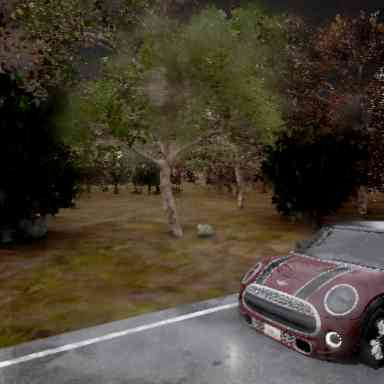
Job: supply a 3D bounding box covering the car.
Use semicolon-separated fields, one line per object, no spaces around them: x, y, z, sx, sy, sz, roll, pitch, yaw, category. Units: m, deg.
2.994;1.320;5.784;4.553;1.767;2.097;0;1;-33;car
